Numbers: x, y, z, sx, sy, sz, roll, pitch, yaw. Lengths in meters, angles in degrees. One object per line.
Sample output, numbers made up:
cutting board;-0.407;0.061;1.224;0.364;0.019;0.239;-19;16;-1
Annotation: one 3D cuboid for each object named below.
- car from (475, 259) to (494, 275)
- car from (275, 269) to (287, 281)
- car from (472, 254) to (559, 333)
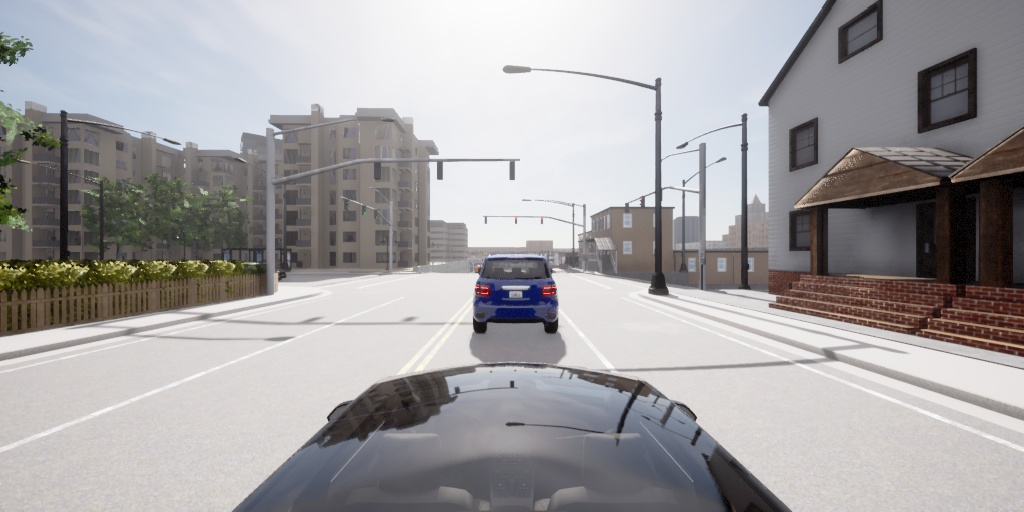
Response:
car;-3.561;1.506;46.897;2.097;1.767;4.553;1;-5;0
car;-20.346;1.255;28.079;4.892;1.490;1.837;0;0;1
car;0.101;0.971;10.877;2.150;2.045;5.566;0;0;0
